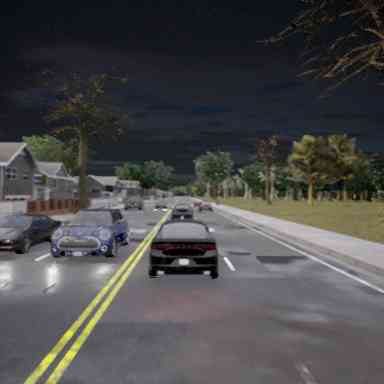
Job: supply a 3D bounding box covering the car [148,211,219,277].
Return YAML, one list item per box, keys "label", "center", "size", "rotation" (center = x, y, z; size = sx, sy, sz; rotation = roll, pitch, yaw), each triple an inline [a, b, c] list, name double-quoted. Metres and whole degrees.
- label: "car"
  center: [-0.272, 1.589, 10.637]
  size: [1.882, 1.535, 5.008]
  rotation: [1, -1, -2]

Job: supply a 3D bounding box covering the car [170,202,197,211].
- label: "car"
  center: [-0.830, 1.800, 29.053]
  size: [1.837, 1.490, 4.892]
  rotation: [1, -1, -2]

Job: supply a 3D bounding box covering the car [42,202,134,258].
- label: "car"
  center: [-3.797, 1.452, 13.139]
  size: [2.097, 1.767, 4.553]
  rotation: [1, -1, -2]

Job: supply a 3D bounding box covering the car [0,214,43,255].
- label: "car"
  center: [-7.077, 1.621, 13.906]
  size: [2.033, 1.411, 5.357]
  rotation: [1, -1, -2]

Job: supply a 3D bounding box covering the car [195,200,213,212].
- label: "car"
  center: [1.859, 2.034, 47.366]
  size: [1.812, 1.442, 4.674]
  rotation: [1, -1, -2]

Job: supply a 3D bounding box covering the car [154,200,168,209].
- label: "car"
  center: [-5.002, 2.007, 54.084]
  size: [1.837, 1.490, 4.892]
  rotation: [1, 0, -1]

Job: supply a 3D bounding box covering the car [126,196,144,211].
- label: "car"
  center: [-8.077, 1.624, 47.368]
  size: [2.150, 2.045, 5.566]
  rotation: [1, -1, -1]

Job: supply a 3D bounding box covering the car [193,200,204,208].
- label: "car"
  center: [1.271, 2.278, 64.695]
  size: [1.895, 1.301, 4.718]
  rotation: [1, -1, -1]
